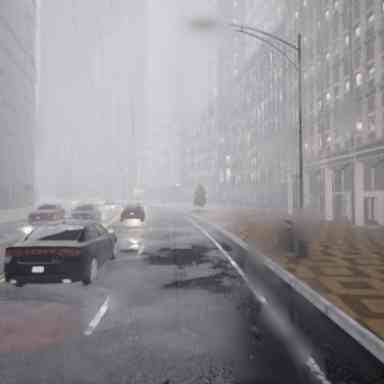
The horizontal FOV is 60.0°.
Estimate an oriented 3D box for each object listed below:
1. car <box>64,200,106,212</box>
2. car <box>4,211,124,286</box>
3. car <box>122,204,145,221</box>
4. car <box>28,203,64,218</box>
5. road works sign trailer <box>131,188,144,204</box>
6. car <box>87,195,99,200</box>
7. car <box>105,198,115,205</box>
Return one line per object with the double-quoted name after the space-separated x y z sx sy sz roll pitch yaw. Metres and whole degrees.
-8.182 1.660 25.801 1.837 1.490 4.892 0 0 -7 "car"
-3.445 1.541 9.692 1.882 1.535 5.008 0 0 -2 "car"
-5.101 1.737 28.932 1.994 1.385 4.181 0 0 -7 "car"
-11.574 1.638 26.831 1.882 1.535 5.008 0 0 -7 "car"
-12.076 0.912 74.613 2.380 3.560 2.880 0 0 -19 "road works sign trailer"
-20.038 1.572 67.278 2.150 2.045 5.566 0 0 -16 "car"
-16.204 1.880 65.800 2.128 1.511 4.902 0 0 -16 "car"
